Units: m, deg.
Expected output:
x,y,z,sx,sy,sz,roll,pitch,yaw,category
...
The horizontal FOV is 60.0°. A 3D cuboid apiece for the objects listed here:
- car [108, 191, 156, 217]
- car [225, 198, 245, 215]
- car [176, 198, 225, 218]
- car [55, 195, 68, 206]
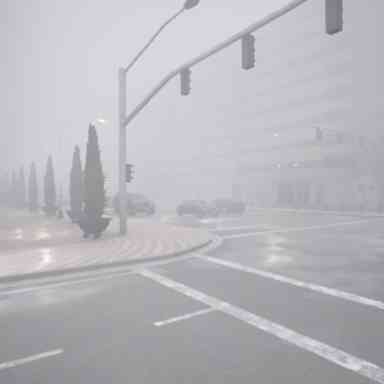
x,y,z,sx,sy,sz,roll,pitch,yaw,category
-5.391,1.080,30.374,2.150,2.045,5.566,0,0,-35,car
2.802,1.290,31.291,1.882,1.535,5.008,0,0,-35,car
0.385,1.363,28.262,1.812,1.442,4.674,0,1,-35,car
-19.505,1.209,50.483,2.097,1.767,4.553,0,0,-35,car
